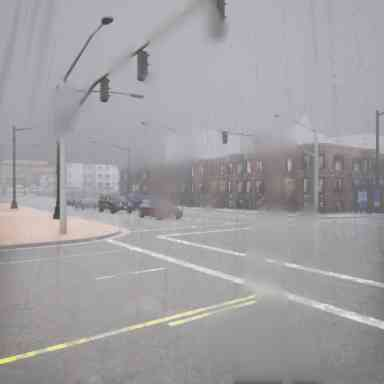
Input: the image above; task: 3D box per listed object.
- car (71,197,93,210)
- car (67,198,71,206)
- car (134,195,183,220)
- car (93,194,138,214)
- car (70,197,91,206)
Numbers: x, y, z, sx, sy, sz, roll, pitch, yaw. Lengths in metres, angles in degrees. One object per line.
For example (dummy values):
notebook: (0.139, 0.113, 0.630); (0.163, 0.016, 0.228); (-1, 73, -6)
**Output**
car: (-14.225, 1.525, 44.293); (1.812, 1.442, 4.674); (0, 0, -35)
car: (-20.027, 1.563, 52.421); (1.994, 1.385, 4.181); (0, 0, -35)
car: (-2.720, 1.351, 28.259); (2.097, 1.767, 4.553); (0, 0, -35)
car: (-8.434, 1.221, 36.198); (2.150, 2.045, 5.566); (0, 0, -36)
car: (-19.595, 1.546, 58.068); (2.033, 1.411, 5.357); (0, 0, -35)
